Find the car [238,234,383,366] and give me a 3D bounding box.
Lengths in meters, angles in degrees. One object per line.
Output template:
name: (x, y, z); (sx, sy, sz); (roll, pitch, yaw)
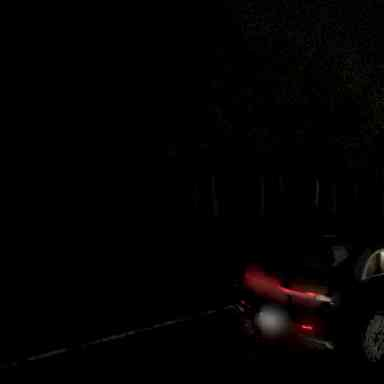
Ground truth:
car: (3.012, 1.499, 5.830); (4.902, 1.511, 2.128); (0, 0, -35)
